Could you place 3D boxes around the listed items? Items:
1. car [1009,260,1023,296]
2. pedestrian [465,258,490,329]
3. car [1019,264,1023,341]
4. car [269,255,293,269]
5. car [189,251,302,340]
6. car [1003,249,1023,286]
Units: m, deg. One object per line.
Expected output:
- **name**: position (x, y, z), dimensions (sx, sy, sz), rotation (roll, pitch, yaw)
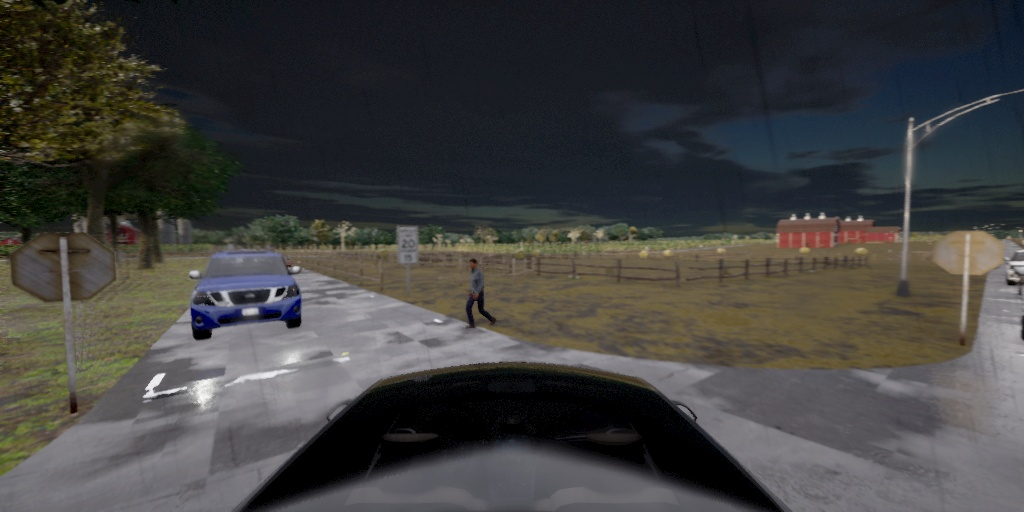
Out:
- **car**: position (21.383, 1.062, 14.006), dimensions (5.357, 1.411, 2.033), rotation (-1, 2, -37)
- **pedestrian**: position (-0.889, 0.881, 8.986), dimensions (0.375, 1.860, 0.375), rotation (-4, 4, -36)
- **car**: position (13.137, 0.839, 7.902), dimensions (5.566, 2.045, 2.150), rotation (-1, 2, -35)
- **car**: position (-25.811, 0.615, 39.996), dimensions (1.994, 1.385, 4.181), rotation (-2, 2, -36)
- **car**: position (-7.595, 0.889, 10.386), dimensions (2.150, 2.045, 5.566), rotation (-2, 2, -36)
- **car**: position (29.584, 0.659, 20.114), dimensions (5.566, 2.045, 2.150), rotation (0, 2, -37)
